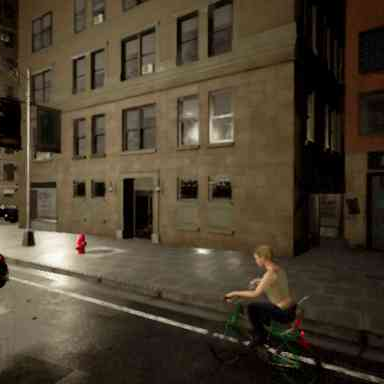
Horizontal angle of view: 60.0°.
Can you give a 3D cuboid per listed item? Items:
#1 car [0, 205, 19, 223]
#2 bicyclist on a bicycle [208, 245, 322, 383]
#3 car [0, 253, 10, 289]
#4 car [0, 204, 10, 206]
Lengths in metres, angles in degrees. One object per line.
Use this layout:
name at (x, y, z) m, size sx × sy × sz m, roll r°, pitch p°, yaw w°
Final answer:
car at (-14.323, 2.045, 29.682) m, size 1.947 × 1.339 × 4.313 m, roll 0°, pitch -1°, yaw 36°
bicyclist on a bicycle at (0.816, 1.452, 4.099) m, size 1.509 × 1.612 × 0.866 m, roll -1°, pitch -1°, yaw 35°
car at (-6.325, 1.659, 8.169) m, size 4.181 × 1.385 × 1.994 m, roll -1°, pitch 0°, yaw 36°
car at (-19.273, 1.943, 32.973) m, size 2.128 × 1.511 × 4.902 m, roll 0°, pitch 0°, yaw 38°
